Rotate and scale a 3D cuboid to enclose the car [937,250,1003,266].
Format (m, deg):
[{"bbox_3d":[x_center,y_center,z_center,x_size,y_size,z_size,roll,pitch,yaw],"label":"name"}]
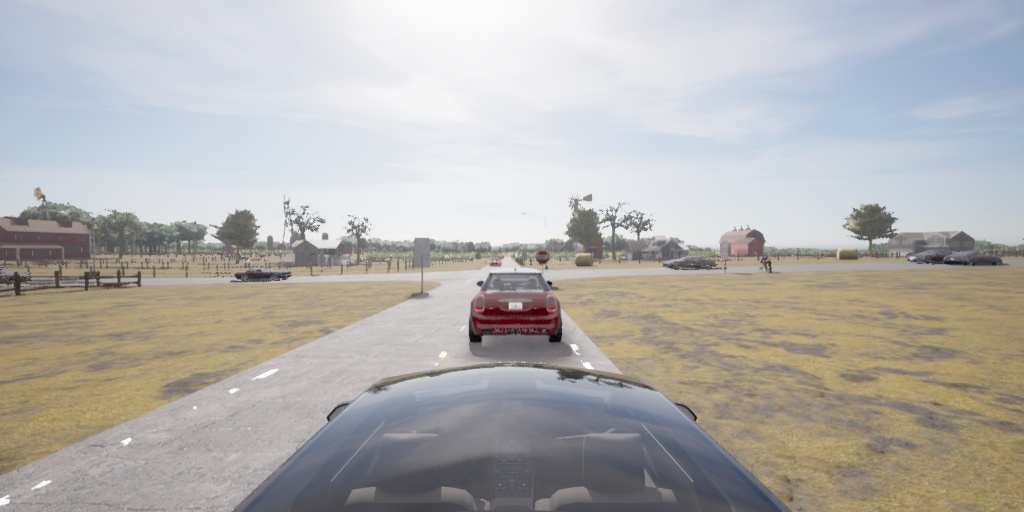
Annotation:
[{"bbox_3d":[46.582,0.241,36.287,4.181,1.385,1.994,-1,1,0],"label":"car"}]

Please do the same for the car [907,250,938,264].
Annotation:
[{"bbox_3d":[46.996,0.088,39.885,4.902,1.511,2.128,-1,1,0],"label":"car"}]

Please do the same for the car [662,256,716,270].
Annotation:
[{"bbox_3d":[19.664,0.759,39.848,5.357,1.411,2.033,-1,1,0],"label":"car"}]

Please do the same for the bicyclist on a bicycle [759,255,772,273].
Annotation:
[{"bbox_3d":[22.791,0.732,32.264,0.582,1.620,1.656,-1,0,0],"label":"bicyclist on a bicycle"}]

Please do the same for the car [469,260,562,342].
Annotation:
[{"bbox_3d":[0.076,1.095,9.858,2.097,1.767,4.553,0,0,0],"label":"car"}]

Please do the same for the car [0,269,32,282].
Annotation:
[{"bbox_3d":[-51.208,2.034,35.978,4.181,1.385,1.994,0,1,0],"label":"car"}]

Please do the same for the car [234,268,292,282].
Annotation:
[{"bbox_3d":[-24.868,1.837,36.006,4.718,1.301,1.895,-1,1,0],"label":"car"}]
